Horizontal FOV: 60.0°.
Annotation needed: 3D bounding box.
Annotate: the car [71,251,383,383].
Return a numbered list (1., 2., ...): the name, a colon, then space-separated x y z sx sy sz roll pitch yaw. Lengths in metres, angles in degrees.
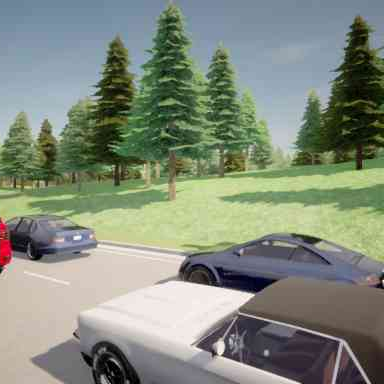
1. car: 0.907 1.601 3.344 4.718 1.301 1.895 0 0 35

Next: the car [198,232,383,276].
1. car: 1.756 1.564 7.036 4.181 1.385 1.994 0 0 35

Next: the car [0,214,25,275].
1. car: -7.064 1.221 8.949 5.566 2.045 2.150 0 0 36

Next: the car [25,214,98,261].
1. car: -5.802 1.547 12.353 5.357 1.411 2.033 0 0 35
